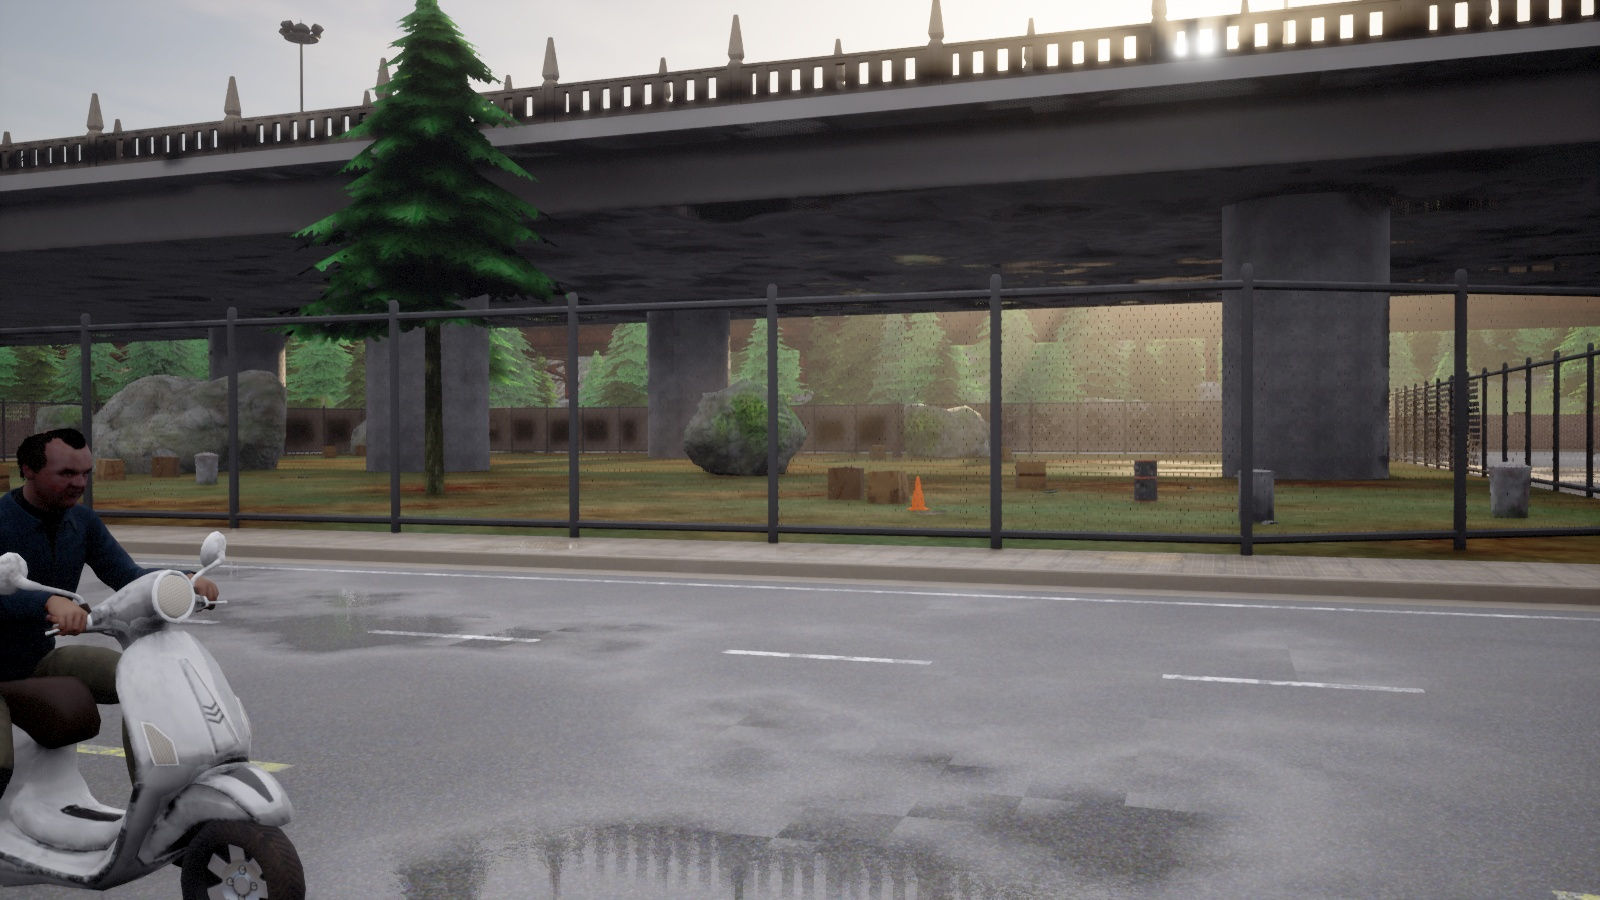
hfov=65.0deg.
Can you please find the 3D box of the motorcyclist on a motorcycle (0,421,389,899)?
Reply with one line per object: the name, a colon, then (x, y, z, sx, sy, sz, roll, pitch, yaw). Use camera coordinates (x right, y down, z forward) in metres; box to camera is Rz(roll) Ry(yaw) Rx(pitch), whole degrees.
motorcyclist on a motorcycle: (-2.341, 0.707, 3.980, 1.817, 1.590, 0.866, 1, 1, 19)
